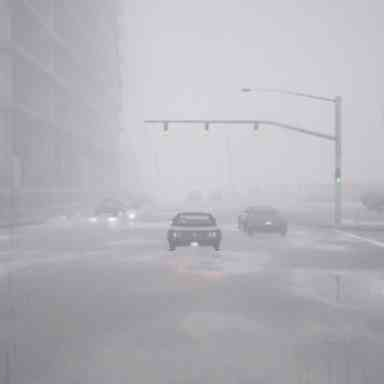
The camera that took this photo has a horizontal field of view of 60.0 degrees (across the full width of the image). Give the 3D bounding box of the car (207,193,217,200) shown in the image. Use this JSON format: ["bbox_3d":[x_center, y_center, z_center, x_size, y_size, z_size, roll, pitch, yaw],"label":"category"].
[{"bbox_3d":[4.074,0.885,67.672,1.812,1.442,4.674,0,1,1],"label":"car"}]

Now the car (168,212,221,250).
[{"bbox_3d":[0.088,1.482,13.684,1.895,1.301,4.718,0,1,0],"label":"car"}]

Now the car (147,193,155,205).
[{"bbox_3d":[-6.688,0.900,47.944,2.097,1.767,4.553,0,1,1],"label":"car"}]

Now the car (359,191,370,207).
[{"bbox_3d":[25.592,0.749,45.918,4.605,1.855,1.932,0,1,1],"label":"car"}]

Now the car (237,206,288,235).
[{"bbox_3d":[3.602,1.405,17.591,1.994,1.385,4.181,0,1,0],"label":"car"}]

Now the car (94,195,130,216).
[{"bbox_3d":[-6.991,1.229,28.831,1.837,1.490,4.892,0,1,1],"label":"car"}]

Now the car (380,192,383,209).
[{"bbox_3d":[25.534,1.042,40.342,3.806,1.475,1.970,0,1,1],"label":"car"}]

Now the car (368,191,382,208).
[{"bbox_3d":[25.590,0.984,43.236,3.905,1.438,1.784,0,1,1],"label":"car"}]

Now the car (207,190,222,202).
[{"bbox_3d":[3.947,0.675,57.279,2.150,2.045,5.566,0,1,1],"label":"car"}]

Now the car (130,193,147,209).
[{"bbox_3d":[-6.871,1.129,38.184,2.128,1.511,4.902,0,1,1],"label":"car"}]

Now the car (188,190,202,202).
[{"bbox_3d":[0.447,0.677,57.322,2.150,2.045,5.566,0,1,1],"label":"car"}]
